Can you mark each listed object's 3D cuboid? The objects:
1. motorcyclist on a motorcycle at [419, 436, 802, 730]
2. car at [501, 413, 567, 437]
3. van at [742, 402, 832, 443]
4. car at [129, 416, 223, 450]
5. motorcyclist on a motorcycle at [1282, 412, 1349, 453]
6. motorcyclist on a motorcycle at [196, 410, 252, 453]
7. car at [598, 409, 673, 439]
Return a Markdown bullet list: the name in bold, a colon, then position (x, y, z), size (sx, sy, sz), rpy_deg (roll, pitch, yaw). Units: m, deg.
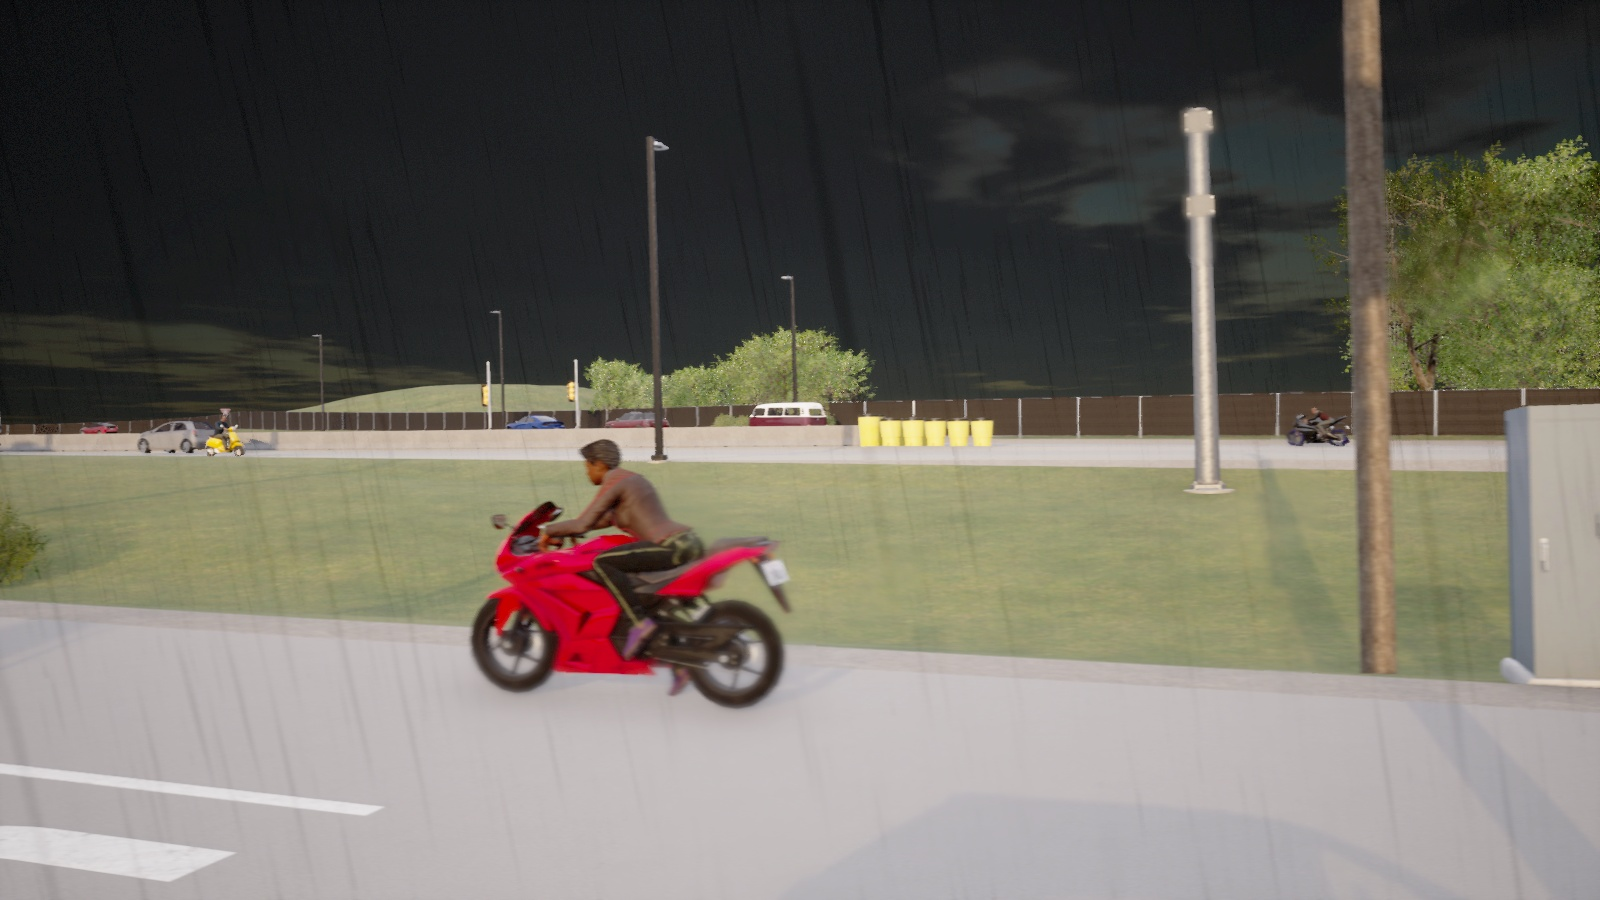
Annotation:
- **motorcyclist on a motorcycle**: position (-1.089, 0.687, 7.252), size (2.044, 1.523, 0.797), rpy_deg (1, 1, 19)
- **car**: position (-17.438, -1.655, 82.276), size (1.882, 1.535, 5.008), rpy_deg (-2, 2, -44)
- **van**: position (-0.692, -1.436, 65.138), size (4.480, 2.038, 2.069), rpy_deg (2, 3, 43)
- **car**: position (-28.557, -0.769, 57.471), size (3.633, 1.501, 1.845), rpy_deg (0, 1, 19)
- **motorcyclist on a motorcycle**: position (19.611, -0.691, 47.832), size (2.191, 1.530, 0.866), rpy_deg (1, 2, 38)
- **motorcyclist on a motorcycle**: position (-21.878, -0.694, 47.719), size (1.817, 1.590, 0.866), rpy_deg (0, 1, 19)
- **car**: position (-9.788, -1.555, 74.298), size (2.097, 1.767, 4.553), rpy_deg (-2, 2, -44)
